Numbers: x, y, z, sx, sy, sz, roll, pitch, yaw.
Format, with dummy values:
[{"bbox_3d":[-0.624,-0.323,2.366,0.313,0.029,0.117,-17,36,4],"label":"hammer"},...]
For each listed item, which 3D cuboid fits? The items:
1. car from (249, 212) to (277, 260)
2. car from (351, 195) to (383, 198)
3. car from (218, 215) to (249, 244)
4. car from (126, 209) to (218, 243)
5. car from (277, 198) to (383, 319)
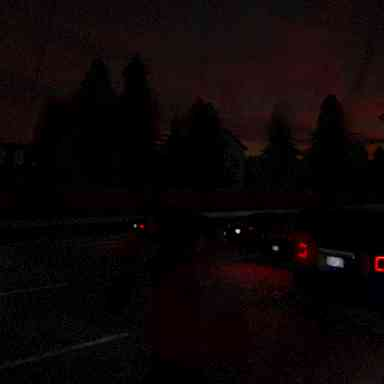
[{"bbox_3d":[4.501,1.499,11.280,5.008,1.535,1.882,0,0,-35],"label":"car"},{"bbox_3d":[14.930,1.280,27.282,5.566,2.045,2.150,0,0,-35],"label":"car"},{"bbox_3d":[3.535,1.588,14.882,4.181,1.385,1.994,0,0,-35],"label":"car"},{"bbox_3d":[-0.484,1.567,16.331,5.357,1.411,2.033,0,0,-35],"label":"car"},{"bbox_3d":[4.560,1.240,7.041,5.566,2.045,2.150,0,0,-35],"label":"car"}]
